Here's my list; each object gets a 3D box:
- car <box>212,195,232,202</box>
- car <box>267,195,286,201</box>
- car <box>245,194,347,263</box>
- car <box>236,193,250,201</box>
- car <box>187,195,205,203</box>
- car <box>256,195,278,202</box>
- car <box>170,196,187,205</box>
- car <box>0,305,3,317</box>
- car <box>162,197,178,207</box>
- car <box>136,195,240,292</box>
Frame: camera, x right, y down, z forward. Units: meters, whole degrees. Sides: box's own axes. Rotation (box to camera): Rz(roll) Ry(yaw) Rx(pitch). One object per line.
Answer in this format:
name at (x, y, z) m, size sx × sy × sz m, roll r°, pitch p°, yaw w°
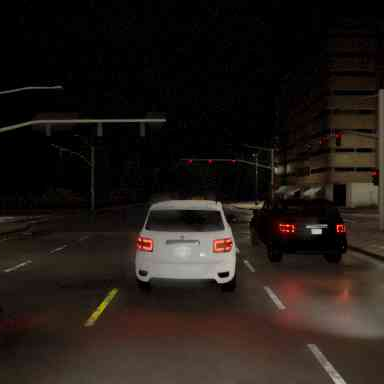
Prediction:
car at (7.211, 1.525, 79.937) m, size 2.128 × 1.511 × 4.902 m, roll 0°, pitch 0°, yaw 42°
car at (21.840, 1.524, 86.259) m, size 4.674 × 1.442 × 1.812 m, roll 0°, pitch 0°, yaw -22°
car at (3.577, 1.221, 12.180) m, size 2.150 × 2.045 × 5.566 m, roll 0°, pitch 0°, yaw 0°
car at (13.073, 1.225, 80.741) m, size 5.566 × 2.045 × 2.150 m, roll 0°, pitch 0°, yaw -41°
car at (0.834, 1.478, 70.739) m, size 1.882 × 1.535 × 5.008 m, roll 0°, pitch 0°, yaw 27°
car at (18.202, 1.540, 80.233) m, size 5.357 × 1.411 × 2.033 m, roll 0°, pitch 0°, yaw -34°
car at (-2.426, 1.505, 60.846) m, size 1.837 × 1.490 × 4.892 m, roll 0°, pitch 0°, yaw 13°
car at (-3.601, 1.547, 2.342) m, size 2.033 × 1.411 × 5.357 m, roll 0°, pitch 0°, yaw 0°
car at (-3.363, 1.505, 51.610) m, size 1.837 × 1.490 × 4.892 m, roll 0°, pitch 0°, yaw 3°
car at (0.016, 1.221, 9.154) m, size 2.150 × 2.045 × 5.566 m, roll 0°, pitch 0°, yaw 4°
